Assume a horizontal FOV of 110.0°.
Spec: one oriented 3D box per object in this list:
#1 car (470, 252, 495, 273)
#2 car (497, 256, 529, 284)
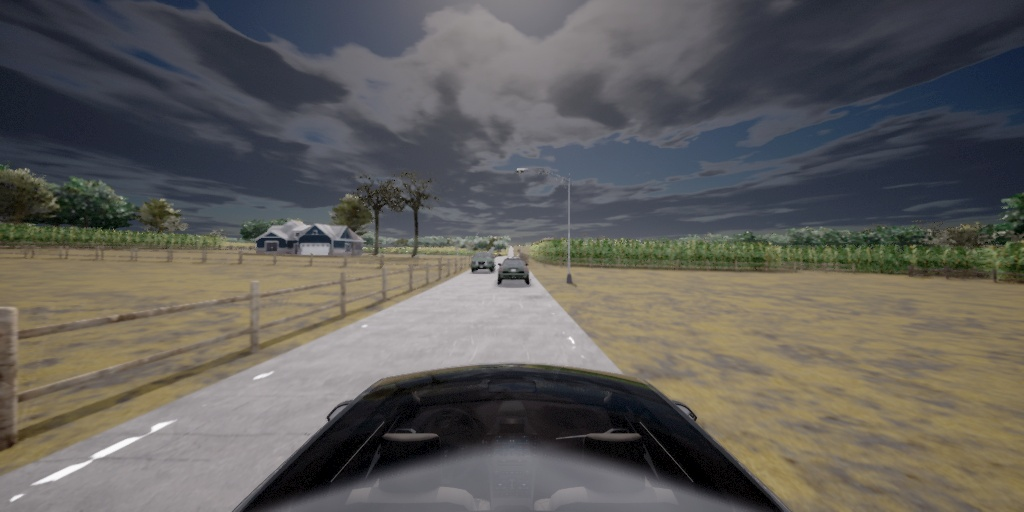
[{"bbox_3d":[-2.855,0.577,36.148,2.150,2.045,5.566,0,1,0],"label":"car"},{"bbox_3d":[0.094,0.911,25.140,2.097,1.767,4.553,0,1,0],"label":"car"}]
